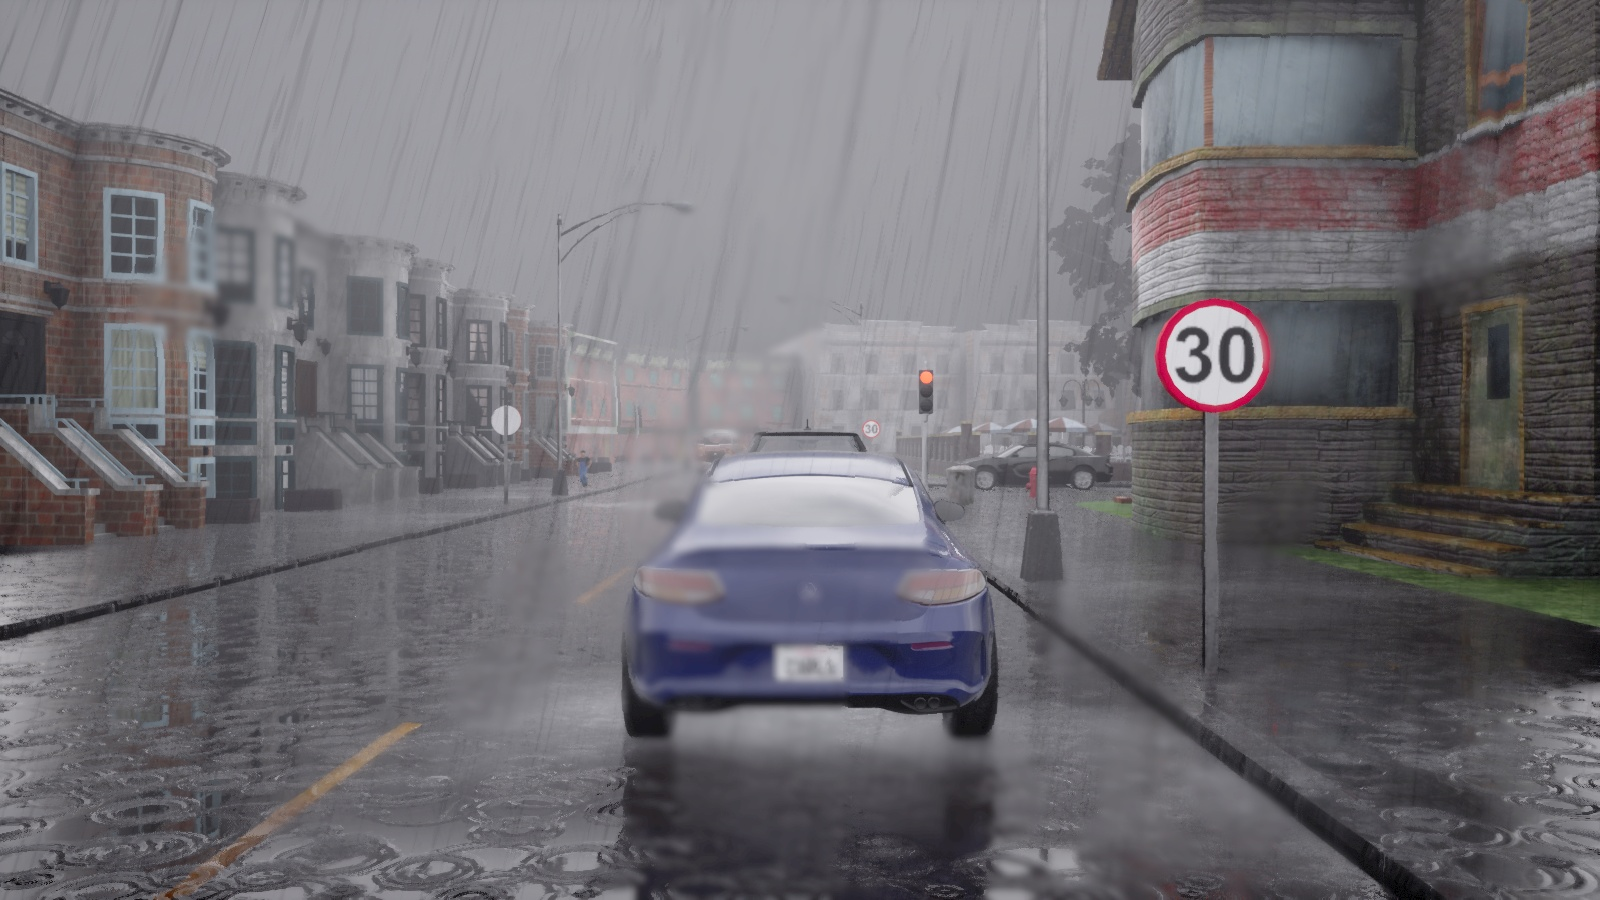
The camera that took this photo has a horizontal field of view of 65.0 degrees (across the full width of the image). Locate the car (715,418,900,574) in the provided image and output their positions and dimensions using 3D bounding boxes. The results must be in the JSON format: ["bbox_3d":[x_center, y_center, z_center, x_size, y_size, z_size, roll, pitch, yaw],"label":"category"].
[{"bbox_3d":[0.102,0.512,16.547,2.097,1.767,4.553,0,0,0],"label":"car"}]

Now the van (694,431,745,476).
[{"bbox_3d":[-3.687,0.138,58.264,2.069,2.038,4.480,0,0,0],"label":"van"}]

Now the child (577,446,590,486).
[{"bbox_3d":[-6.812,0.508,39.494,0.270,1.263,0.437,0,0,7],"label":"child"}]

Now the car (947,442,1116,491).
[{"bbox_3d":[7.299,0.505,39.906,5.008,1.535,1.882,0,0,0],"label":"car"}]

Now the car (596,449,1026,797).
[{"bbox_3d":[0.058,0.729,7.638,1.812,1.442,4.674,0,0,0],"label":"car"}]
